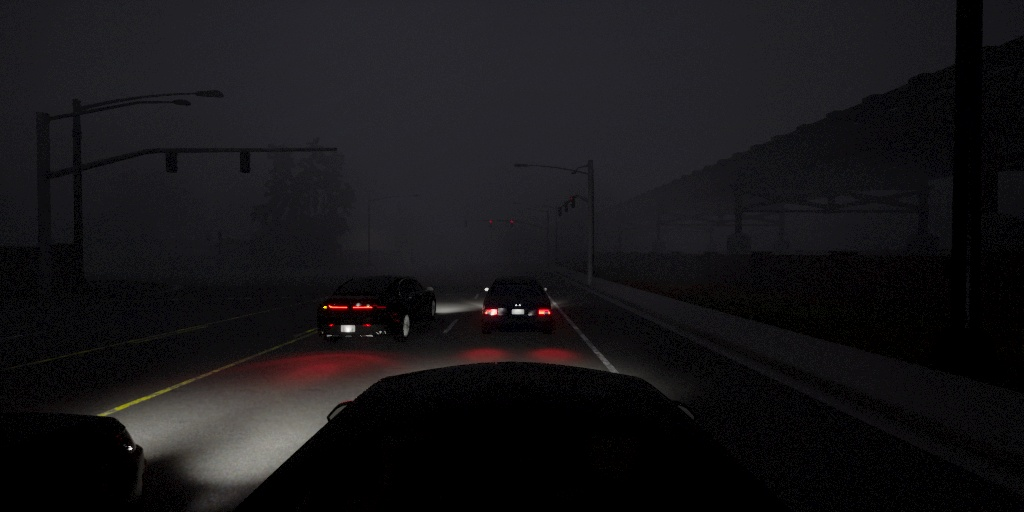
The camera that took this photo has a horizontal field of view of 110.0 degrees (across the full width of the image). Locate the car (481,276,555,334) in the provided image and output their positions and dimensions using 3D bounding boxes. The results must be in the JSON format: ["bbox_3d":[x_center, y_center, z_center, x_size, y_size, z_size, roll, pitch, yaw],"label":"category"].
[{"bbox_3d":[0.123,1.302,10.596,2.033,1.411,5.357,0,0,0],"label":"car"}]

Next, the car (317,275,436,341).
[{"bbox_3d":[-3.382,1.256,9.830,1.837,1.490,4.892,0,0,0],"label":"car"}]

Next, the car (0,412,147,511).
[{"bbox_3d":[-3.403,1.252,0.381,1.837,1.490,4.892,0,0,0],"label":"car"}]
